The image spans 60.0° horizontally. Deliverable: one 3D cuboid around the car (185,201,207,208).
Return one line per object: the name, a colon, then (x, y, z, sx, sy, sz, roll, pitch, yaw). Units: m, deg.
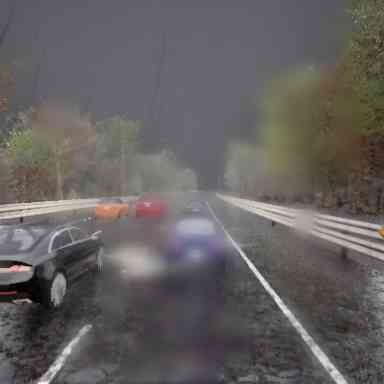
car: (0.360, 1.494, 28.862, 1.994, 1.385, 4.181, 0, 0, 1)

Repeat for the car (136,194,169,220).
car: (-3.167, 1.156, 27.436, 2.150, 2.045, 5.566, 0, 0, 1)

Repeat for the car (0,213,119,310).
car: (-3.412, 1.476, 7.735, 2.128, 1.511, 4.902, 0, 0, 1)

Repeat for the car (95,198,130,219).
car: (-6.654, 1.286, 28.227, 2.097, 1.767, 4.553, 0, 0, 1)

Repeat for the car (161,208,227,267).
car: (0.132, 1.501, 11.166, 1.812, 1.442, 4.674, 0, 0, 1)

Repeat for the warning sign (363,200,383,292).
warning sign: (4.547, 1.101, 7.006, 1.300, 1.860, 1.060, -1, -1, 0)
